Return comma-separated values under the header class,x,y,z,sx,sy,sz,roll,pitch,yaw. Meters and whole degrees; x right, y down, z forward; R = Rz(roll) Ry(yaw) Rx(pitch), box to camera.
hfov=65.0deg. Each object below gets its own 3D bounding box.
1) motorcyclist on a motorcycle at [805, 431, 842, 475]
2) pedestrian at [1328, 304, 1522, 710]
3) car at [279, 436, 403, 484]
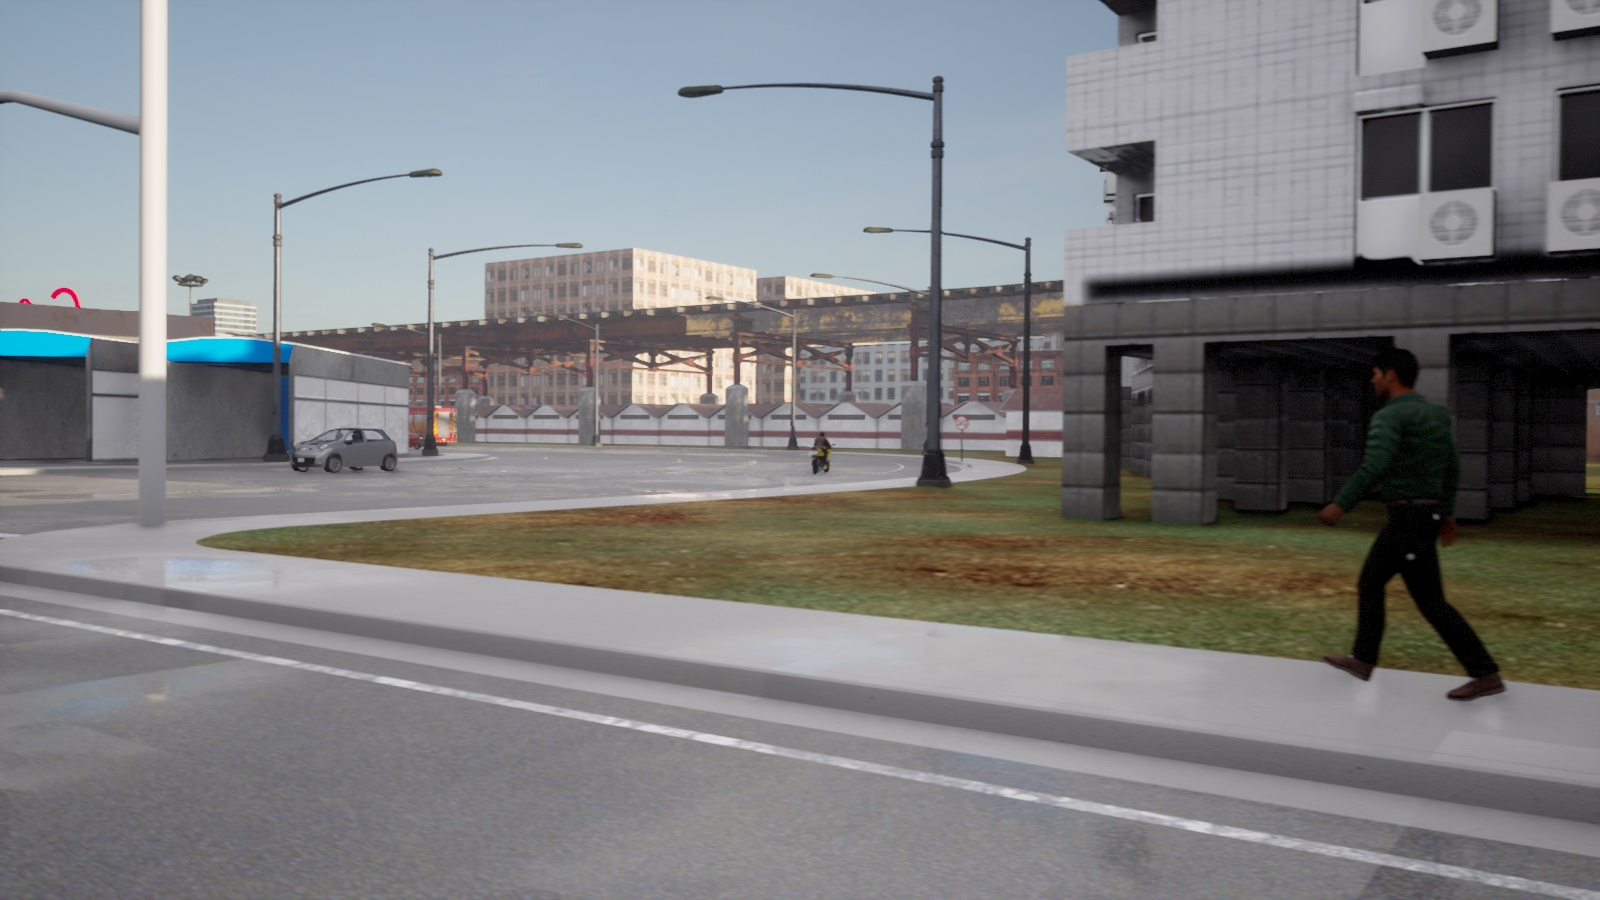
class,x,y,z,sx,sy,sz,roll,pitch,yaw
motorcyclist on a motorcycle,0.853,0.083,44.948,0.797,1.523,2.044,-1,1,17
pedestrian,3.209,0.271,6.468,0.423,1.949,0.788,-1,1,-42
car,-15.306,0.296,42.056,1.845,1.501,3.633,0,1,25
